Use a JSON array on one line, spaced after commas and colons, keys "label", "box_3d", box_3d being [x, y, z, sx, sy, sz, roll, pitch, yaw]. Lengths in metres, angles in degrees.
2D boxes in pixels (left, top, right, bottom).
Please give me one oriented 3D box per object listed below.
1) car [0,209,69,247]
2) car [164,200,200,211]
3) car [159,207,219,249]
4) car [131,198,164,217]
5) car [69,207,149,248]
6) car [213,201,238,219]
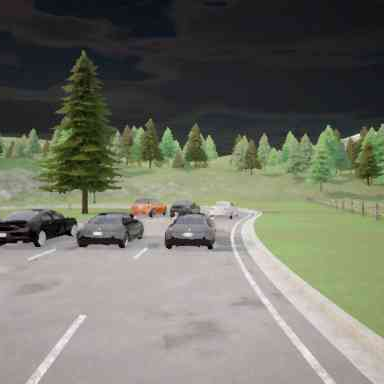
[{"label": "car", "box_3d": [-6.942, 1.484, 15.129, 1.882, 1.535, 5.008, 0, 0, 5]}, {"label": "car", "box_3d": [-0.539, 1.516, 29.869, 1.837, 1.490, 4.892, 0, 0, 17]}, {"label": "car", "box_3d": [0.030, 1.572, 14.506, 1.994, 1.385, 4.181, 0, 0, 5]}, {"label": "car", "box_3d": [-3.898, 1.366, 30.853, 2.097, 1.767, 4.553, 0, 0, 17]}, {"label": "car", "box_3d": [-3.456, 1.572, 14.817, 1.994, 1.385, 4.181, 0, 0, 5]}, {"label": "car", "box_3d": [2.811, 1.533, 28.855, 1.812, 1.442, 4.674, 0, 0, 17]}]
